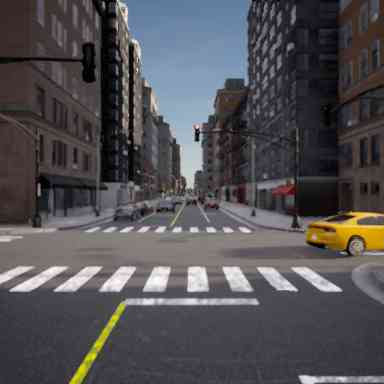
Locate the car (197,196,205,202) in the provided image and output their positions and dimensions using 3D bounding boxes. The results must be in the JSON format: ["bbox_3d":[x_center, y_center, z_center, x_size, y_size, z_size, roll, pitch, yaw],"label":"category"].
[{"bbox_3d":[2.458,1.808,88.037,1.947,1.339,4.313,0,0,0],"label":"car"}]

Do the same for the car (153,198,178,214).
[{"bbox_3d":[-2.919,1.672,37.593,1.994,1.385,4.181,0,0,0],"label":"car"}]

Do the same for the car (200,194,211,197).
[{"bbox_3d":[2.849,1.406,65.121,2.150,2.045,5.566,0,0,0],"label":"car"}]

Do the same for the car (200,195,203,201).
[{"bbox_3d":[2.903,1.664,58.090,1.837,1.490,4.892,0,0,0],"label":"car"}]

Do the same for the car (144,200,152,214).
[{"bbox_3d":[-5.454,1.642,33.487,1.887,1.381,4.507,0,0,0],"label":"car"}]

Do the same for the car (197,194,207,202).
[{"bbox_3d":[2.469,1.540,82.584,2.192,1.841,5.009,0,0,0],"label":"car"}]

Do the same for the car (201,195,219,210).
[{"bbox_3d":[2.549,1.566,44.404,1.967,1.590,4.097,0,0,0],"label":"car"}]

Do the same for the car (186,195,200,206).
[{"bbox_3d":[-0.066,1.665,58.171,1.837,1.490,4.892,0,0,0],"label":"car"}]

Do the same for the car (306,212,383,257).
[{"bbox_3d":[6.962,1.555,13.069,5.008,1.535,1.882,0,-2,-15],"label":"car"}]

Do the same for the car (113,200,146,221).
[{"bbox_3d":[-5.443,1.633,28.032,2.008,1.369,4.403,0,0,0],"label":"car"}]

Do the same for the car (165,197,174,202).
[{"bbox_3d":[-5.555,1.807,82.570,1.802,1.307,4.206,0,0,0],"label":"car"}]

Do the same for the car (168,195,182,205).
[{"bbox_3d":[-2.892,1.731,60.789,1.994,1.385,4.181,0,0,0],"label":"car"}]
